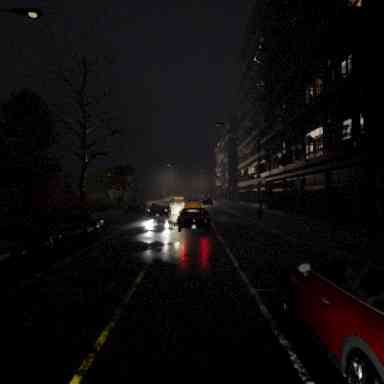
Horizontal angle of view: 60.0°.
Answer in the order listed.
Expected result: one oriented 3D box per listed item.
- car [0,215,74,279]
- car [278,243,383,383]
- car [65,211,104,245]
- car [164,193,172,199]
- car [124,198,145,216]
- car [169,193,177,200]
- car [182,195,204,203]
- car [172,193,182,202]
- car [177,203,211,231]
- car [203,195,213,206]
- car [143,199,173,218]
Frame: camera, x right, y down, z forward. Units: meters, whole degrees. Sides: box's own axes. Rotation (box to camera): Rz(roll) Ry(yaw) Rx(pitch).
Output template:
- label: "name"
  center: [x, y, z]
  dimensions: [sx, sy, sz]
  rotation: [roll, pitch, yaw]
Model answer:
- label: "car"
  center: [-5.306, 1.577, 10.033]
  dimensions: [1.802, 1.307, 4.206]
  rotation: [1, 0, 0]
- label: "car"
  center: [2.576, 1.438, 4.724]
  dimensions: [1.967, 1.590, 4.097]
  rotation: [1, 0, 0]
- label: "car"
  center: [-5.305, 1.575, 15.569]
  dimensions: [1.802, 1.307, 4.206]
  rotation: [1, 0, 0]
- label: "car"
  center: [-5.295, 1.405, 76.468]
  dimensions: [1.967, 1.590, 4.097]
  rotation: [1, 0, 0]
- label: "car"
  center: [-5.301, 1.425, 32.178]
  dimensions: [1.967, 1.590, 4.097]
  rotation: [1, 0, 0]
- label: "car"
  center: [-5.291, 1.273, 93.077]
  dimensions: [2.192, 1.841, 5.009]
  rotation: [1, 0, 0]
- label: "car"
  center: [0.106, 1.459, 38.741]
  dimensions: [1.882, 1.535, 5.008]
  rotation: [0, 0, 0]
- label: "car"
  center: [-2.741, 1.437, 71.907]
  dimensions: [1.882, 1.535, 5.008]
  rotation: [0, 0, 0]
- label: "car"
  center: [0.103, 1.591, 20.348]
  dimensions: [1.895, 1.301, 4.718]
  rotation: [0, 0, 0]
- label: "car"
  center: [2.581, 1.556, 54.628]
  dimensions: [1.802, 1.307, 4.206]
  rotation: [1, 0, 0]
- label: "car"
  center: [-2.845, 1.587, 29.551]
  dimensions: [1.895, 1.301, 4.718]
  rotation: [0, 0, 0]
